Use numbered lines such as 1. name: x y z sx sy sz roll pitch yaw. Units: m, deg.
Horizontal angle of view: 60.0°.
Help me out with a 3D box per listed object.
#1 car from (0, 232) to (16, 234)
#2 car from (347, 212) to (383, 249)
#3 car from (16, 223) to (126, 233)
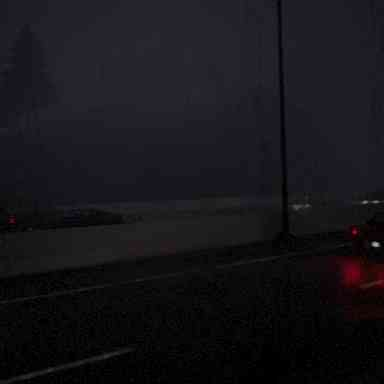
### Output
1. car: -11.579 1.634 17.171 4.553 1.767 2.097 -2 0 -27
2. car: 7.693 1.303 11.690 4.718 1.301 1.895 -2 0 -31
3. car: -5.722 1.593 16.298 4.902 1.511 2.128 -2 0 -29
